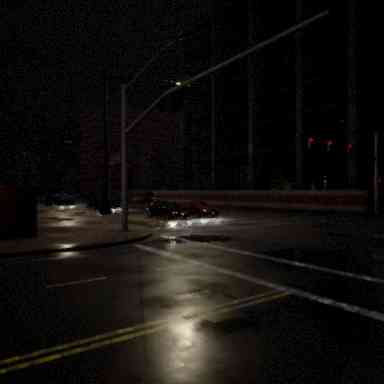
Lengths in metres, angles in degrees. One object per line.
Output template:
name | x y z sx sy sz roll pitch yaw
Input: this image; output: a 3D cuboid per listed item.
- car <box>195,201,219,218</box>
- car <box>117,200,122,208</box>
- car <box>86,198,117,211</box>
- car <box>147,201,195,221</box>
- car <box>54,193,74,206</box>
car | 0.488 1.538 30.350 1.812 1.442 4.674 0 0 -35
car | -11.387 1.576 47.344 1.994 1.385 4.181 0 0 -35
car | -11.790 1.558 41.980 2.033 1.411 5.357 0 0 -35
car | -2.097 1.514 27.945 1.837 1.490 4.892 0 0 -35
car | -21.545 1.234 55.909 2.150 2.045 5.566 0 0 -35
